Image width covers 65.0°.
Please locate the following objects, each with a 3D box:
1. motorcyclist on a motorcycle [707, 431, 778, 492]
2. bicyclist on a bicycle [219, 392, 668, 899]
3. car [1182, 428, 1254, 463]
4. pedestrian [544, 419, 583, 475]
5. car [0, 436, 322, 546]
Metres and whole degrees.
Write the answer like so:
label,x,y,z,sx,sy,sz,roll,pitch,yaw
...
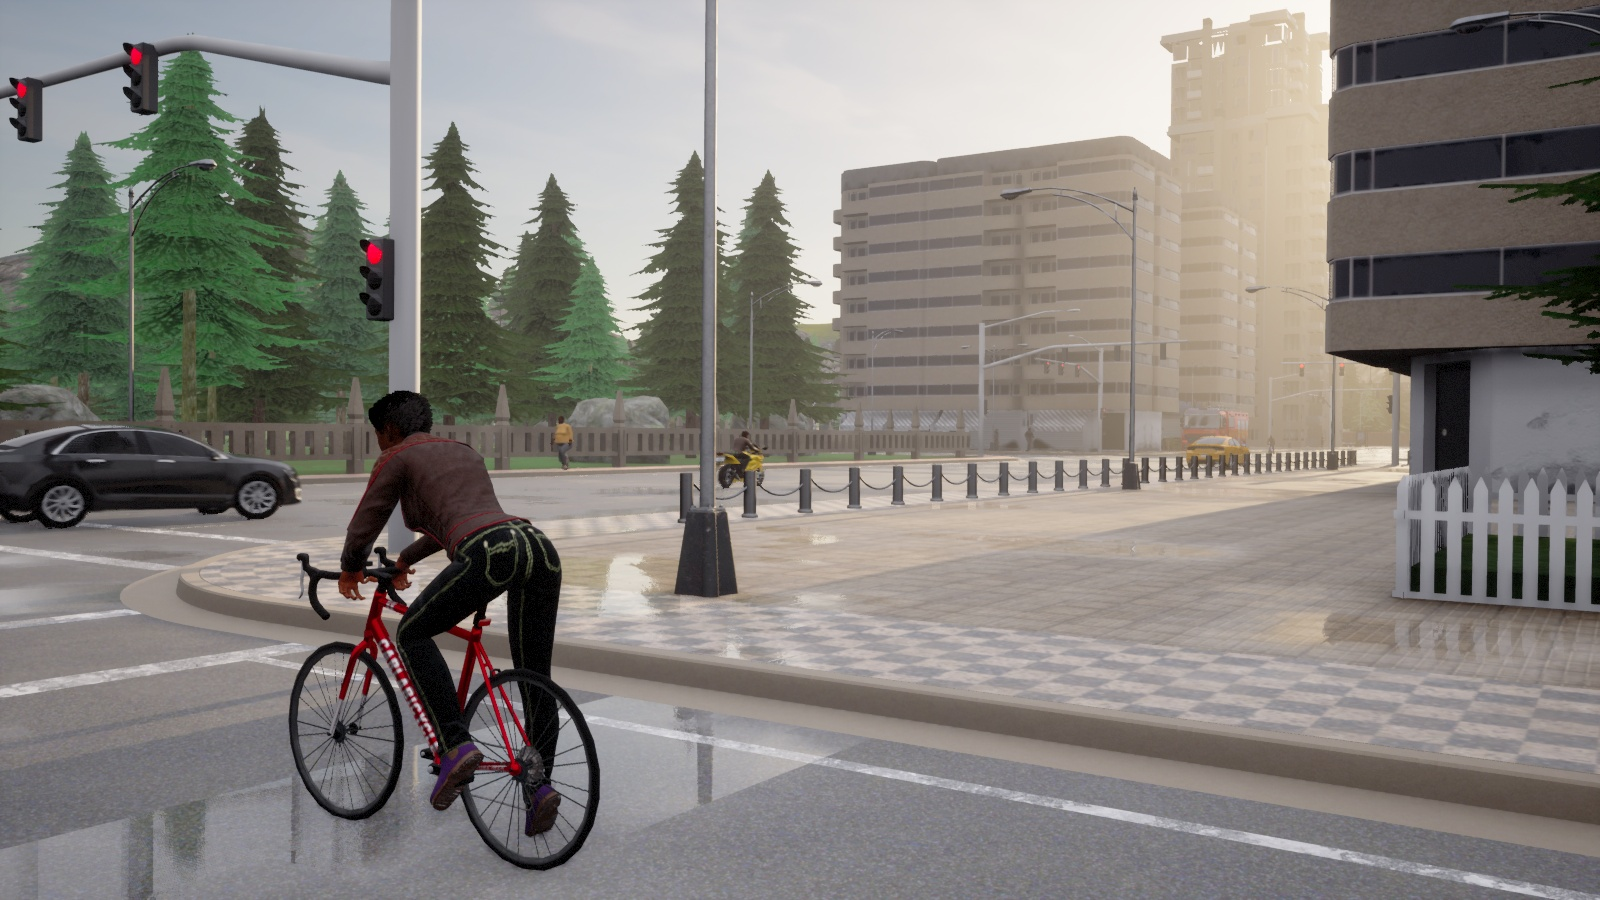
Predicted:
label,x,y,z,sx,sy,sz,roll,pitch,yaw
motorcyclist on a motorcycle,-1.488,0.277,32.930,0.797,1.523,2.044,0,1,34
bicyclist on a bicycle,-1.313,0.635,4.495,1.656,1.620,0.582,0,1,34
car,19.315,-0.256,57.875,1.882,1.535,5.008,0,1,34
pedestrian,-7.862,-0.109,41.723,0.874,1.855,0.900,0,1,33
car,-10.269,0.561,19.638,1.837,1.490,4.892,-1,0,42
